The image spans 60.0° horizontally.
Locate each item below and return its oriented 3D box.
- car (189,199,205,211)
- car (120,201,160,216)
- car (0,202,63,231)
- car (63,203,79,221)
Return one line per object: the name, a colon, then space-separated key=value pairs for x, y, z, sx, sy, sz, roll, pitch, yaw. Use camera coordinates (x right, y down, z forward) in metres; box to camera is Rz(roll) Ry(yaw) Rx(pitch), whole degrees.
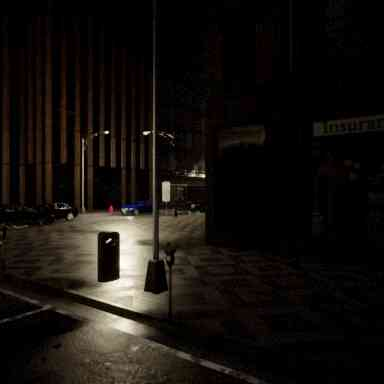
car: x=1.513 y=1.625 z=43.715 sx=2.128 sy=1.511 sz=4.902 roll=0 pitch=0 yaw=35
car: x=-5.251 y=1.620 z=34.184 sx=1.812 sy=1.442 sz=4.674 roll=0 pitch=0 yaw=36
car: x=-10.983 y=1.526 z=20.532 sx=2.128 sy=1.511 sz=4.902 roll=0 pitch=0 yaw=35
car: x=-11.184 y=1.562 z=25.791 sx=1.837 sy=1.490 sz=4.892 roll=0 pitch=0 yaw=35
